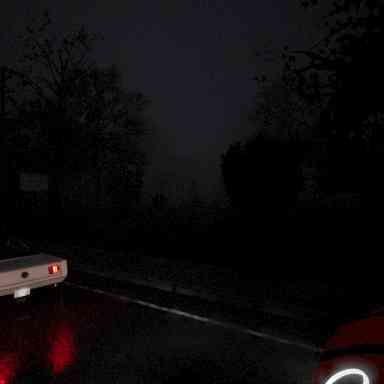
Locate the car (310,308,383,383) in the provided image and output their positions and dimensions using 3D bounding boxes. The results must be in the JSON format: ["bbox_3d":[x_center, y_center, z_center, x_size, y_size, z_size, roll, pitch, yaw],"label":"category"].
[{"bbox_3d":[3.029,1.352,1.867,4.553,1.767,2.097,0,0,35],"label":"car"}]

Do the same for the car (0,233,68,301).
[{"bbox_3d":[-4.995,1.601,7.542,4.718,1.301,1.895,0,0,35],"label":"car"}]
